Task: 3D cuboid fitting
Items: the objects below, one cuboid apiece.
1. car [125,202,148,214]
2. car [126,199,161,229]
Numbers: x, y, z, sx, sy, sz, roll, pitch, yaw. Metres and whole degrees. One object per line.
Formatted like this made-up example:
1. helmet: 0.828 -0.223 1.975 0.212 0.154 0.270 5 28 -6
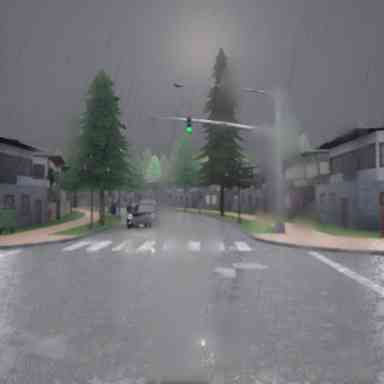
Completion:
1. car: -7.626 2.142 44.913 2.033 1.411 5.357 0 -1 -21
2. car: -3.418 1.652 24.067 2.097 1.767 4.553 0 -1 -3
